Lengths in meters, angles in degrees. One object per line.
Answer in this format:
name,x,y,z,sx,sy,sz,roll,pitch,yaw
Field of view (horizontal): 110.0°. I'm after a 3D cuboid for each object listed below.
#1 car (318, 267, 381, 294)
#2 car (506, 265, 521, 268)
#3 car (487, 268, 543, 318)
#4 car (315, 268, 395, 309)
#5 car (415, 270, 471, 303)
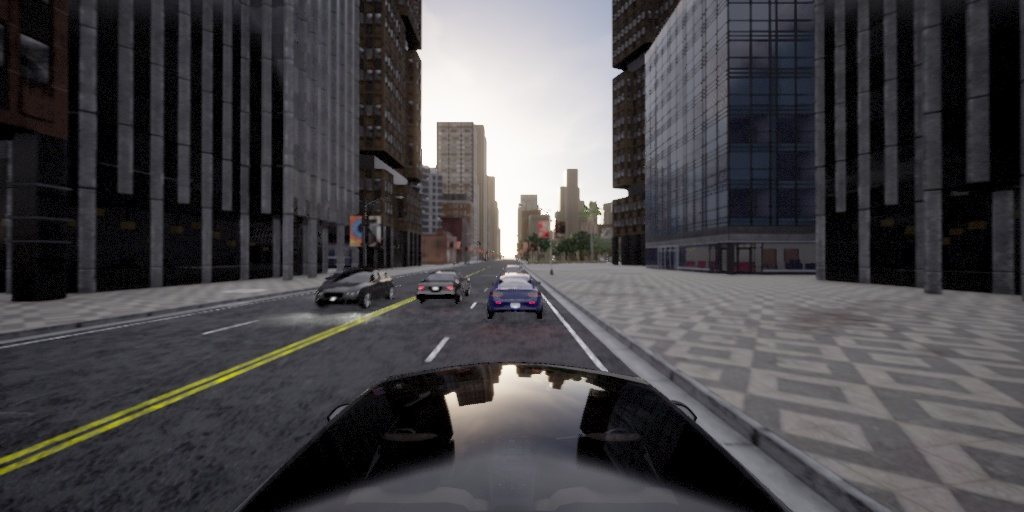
car,-9.831,1.437,22.117,1.994,1.385,4.181,0,0,0
car,0.110,1.473,30.105,1.994,1.385,4.181,0,0,0
car,0.104,1.351,13.213,1.812,1.442,4.674,0,0,0
car,-6.592,1.344,15.634,1.837,1.490,4.892,0,0,0
car,-3.144,1.395,17.237,2.033,1.411,5.357,0,0,0
